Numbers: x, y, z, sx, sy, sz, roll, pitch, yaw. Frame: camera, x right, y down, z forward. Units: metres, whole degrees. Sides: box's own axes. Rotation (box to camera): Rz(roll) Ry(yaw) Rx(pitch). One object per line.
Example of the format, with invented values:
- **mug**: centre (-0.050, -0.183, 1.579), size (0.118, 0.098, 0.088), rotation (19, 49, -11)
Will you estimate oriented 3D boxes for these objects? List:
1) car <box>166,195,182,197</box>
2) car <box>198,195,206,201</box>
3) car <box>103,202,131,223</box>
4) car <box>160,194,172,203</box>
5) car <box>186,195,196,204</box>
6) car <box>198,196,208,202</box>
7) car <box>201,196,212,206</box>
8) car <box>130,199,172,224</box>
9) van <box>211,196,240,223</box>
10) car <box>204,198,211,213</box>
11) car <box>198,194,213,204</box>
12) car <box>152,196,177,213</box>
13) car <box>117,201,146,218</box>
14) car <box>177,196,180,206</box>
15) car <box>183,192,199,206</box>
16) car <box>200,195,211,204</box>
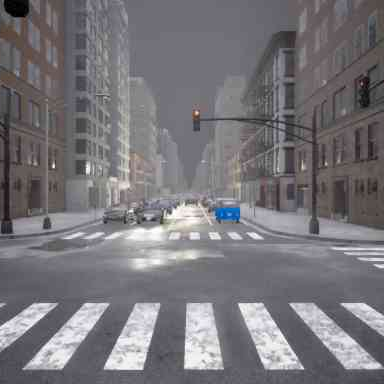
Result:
- **car**: centre (-2.889, 1.554, 53.158), size (1.994, 1.385, 4.181), rotation (0, 0, 1)
- **car**: centre (2.502, 1.530, 87.431), size (1.947, 1.339, 4.313), rotation (0, 0, 0)
- **car**: centre (-5.427, 1.549, 24.915), size (2.008, 1.369, 4.403), rotation (0, 0, 0)
- **car**: centre (-5.497, 1.292, 70.370), size (2.192, 1.841, 5.009), rotation (0, 0, 0)
- **car**: centre (-0.101, 1.459, 65.064), size (1.882, 1.535, 5.008), rotation (0, 0, 0)
- **car**: centre (2.519, 1.524, 76.068), size (2.008, 1.369, 4.403), rotation (0, 0, 0)
- **car**: centre (2.563, 1.576, 47.662), size (1.802, 1.307, 4.206), rotation (0, 0, 0)
- **car**: centre (-2.876, 1.490, 24.467), size (2.128, 1.511, 4.902), rotation (0, 0, -1)
- **van**: centre (2.598, 1.340, 24.937), size (1.690, 1.788, 3.998), rotation (0, 0, 0)
- **car**: centre (2.580, 1.580, 36.299), size (1.802, 1.307, 4.206), rotation (0, 0, 0)
- **car**: centre (2.554, 1.305, 53.343), size (2.192, 1.841, 5.009), rotation (0, 0, 0)
- **car**: centre (-2.903, 1.476, 33.910), size (1.882, 1.535, 5.008), rotation (0, 0, 0)
- **car**: centre (-5.436, 1.543, 30.597), size (1.887, 1.381, 4.507), rotation (0, 0, 0)
- **car**: centre (-2.914, 1.560, 43.136), size (1.994, 1.385, 4.181), rotation (0, 0, 0)
- **car**: centre (-0.086, 1.340, 55.032), size (2.097, 1.767, 4.553), rotation (0, 0, 0)
- **car**: centre (2.537, 1.421, 64.706), size (1.967, 1.590, 4.097), rotation (0, 0, 0)
